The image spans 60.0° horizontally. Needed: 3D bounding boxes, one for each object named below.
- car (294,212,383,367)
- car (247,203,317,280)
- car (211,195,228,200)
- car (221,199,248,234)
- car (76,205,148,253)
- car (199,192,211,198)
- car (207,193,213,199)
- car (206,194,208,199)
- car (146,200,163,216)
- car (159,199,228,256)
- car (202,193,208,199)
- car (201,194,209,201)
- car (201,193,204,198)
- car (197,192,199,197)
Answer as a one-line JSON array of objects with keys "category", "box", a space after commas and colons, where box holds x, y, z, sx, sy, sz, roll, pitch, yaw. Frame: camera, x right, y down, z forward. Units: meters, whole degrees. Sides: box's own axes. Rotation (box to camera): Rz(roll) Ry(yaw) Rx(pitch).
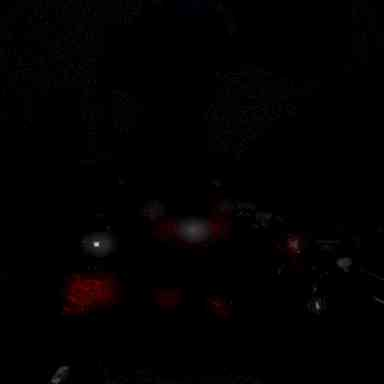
[{"category": "car", "box": [3.225, 1.345, 4.519, 2.185, 1.767, 4.553, 0, 0, 0]}, {"category": "car", "box": [3.225, 1.335, 10.044, 2.185, 1.767, 4.553, 0, 0, 0]}, {"category": "car", "box": [3.225, 1.415, 32.236, 1.946, 1.575, 5.366, 0, 0, 0]}, {"category": "car", "box": [3.226, 1.441, 20.994, 2.231, 1.521, 4.892, 0, 0, 0]}, {"category": "car", "box": [-3.177, 1.480, 13.570, 1.837, 1.490, 4.892, 0, 0, 0]}, {"category": "car", "box": [3.208, 1.104, 65.356, 2.435, 2.045, 5.566, 0, 0, 0]}, {"category": "car", "box": [3.228, 1.282, 37.546, 2.185, 1.767, 4.553, 0, 0, 0]}, {"category": "car", "box": [3.226, 1.394, 43.289, 1.946, 1.575, 5.366, 0, 0, 0]}, {"category": "car", "box": [-3.171, 1.470, 29.377, 1.812, 1.442, 4.674, 0, 0, 0]}, {"category": "car", "box": [0.069, 1.326, 13.087, 2.097, 1.767, 4.553, 0, 0, 0]}, {"category": "car", "box": [3.216, 1.377, 54.146, 2.231, 1.521, 4.892, 0, 0, 0]}, {"category": "car", "box": [3.194, 1.320, 82.089, 1.946, 1.575, 5.366, 0, 0, 0]}, {"category": "car", "box": [3.214, 1.367, 59.673, 2.231, 1.521, 4.892, 0, 0, 0]}, {"category": "car", "box": [3.244, 1.311, 88.961, 2.231, 1.521, 4.892, 0, 0, 1]}]
